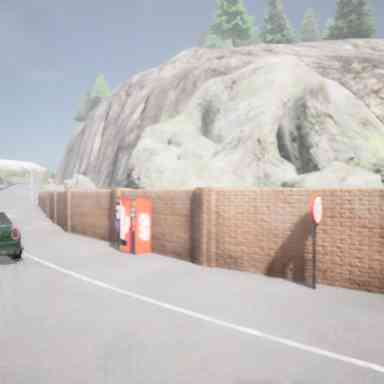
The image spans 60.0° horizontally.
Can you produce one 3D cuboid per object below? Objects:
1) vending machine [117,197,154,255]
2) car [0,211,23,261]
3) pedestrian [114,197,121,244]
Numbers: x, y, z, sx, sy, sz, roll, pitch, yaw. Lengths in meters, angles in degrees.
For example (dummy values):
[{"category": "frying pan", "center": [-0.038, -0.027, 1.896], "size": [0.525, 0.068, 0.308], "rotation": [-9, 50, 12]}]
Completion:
[{"category": "vending machine", "center": [-2.145, 1.230, 12.679], "size": [1.100, 2.100, 0.880], "rotation": [0, 0, -44]}, {"category": "car", "center": [-7.598, 1.374, 11.647], "size": [2.097, 1.767, 4.553], "rotation": [0, 0, -41]}, {"category": "pedestrian", "center": [-2.800, 1.079, 12.938], "size": [0.375, 1.860, 0.375], "rotation": [0, 0, -43]}]
